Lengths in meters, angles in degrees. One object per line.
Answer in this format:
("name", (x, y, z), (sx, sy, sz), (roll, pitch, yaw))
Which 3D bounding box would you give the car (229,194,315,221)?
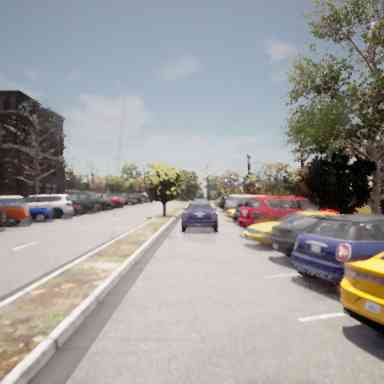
("car", (5.141, 1.250, 17.347), (5.566, 2.045, 2.435), (1, 0, -18))

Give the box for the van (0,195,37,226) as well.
("van", (-12.866, 1.259, 21.665), (4.442, 1.987, 1.878), (-1, 0, -18))

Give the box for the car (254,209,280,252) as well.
("car", (4.961, 1.497, 11.396), (4.892, 1.521, 2.231), (1, 0, -19))

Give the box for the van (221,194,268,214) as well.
("van", (5.522, 1.288, 35.146), (4.442, 1.987, 1.878), (1, 0, -18))

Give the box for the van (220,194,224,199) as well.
("van", (5.436, 1.286, 32.170), (4.442, 1.987, 1.878), (1, 0, -18))

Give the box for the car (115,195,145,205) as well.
("car", (-11.813, 1.501, 63.687), (5.366, 1.575, 1.946), (-1, 1, -18))

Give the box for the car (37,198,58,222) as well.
("car", (-12.885, 1.489, 24.631), (5.008, 1.535, 2.097), (-1, 0, -18))

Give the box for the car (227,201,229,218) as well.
("car", (5.309, 1.535, 23.296), (4.792, 1.488, 2.163), (1, 0, -18))

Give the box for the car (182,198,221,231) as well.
("car", (0.490, 1.371, 20.821), (2.097, 1.767, 4.553), (0, 0, 2))

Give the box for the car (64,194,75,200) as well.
("car", (-29.753, 1.217, 80.963), (2.231, 1.521, 4.892), (0, -1, -17))

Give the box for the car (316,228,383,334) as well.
("car", (4.859, 1.492, 5.463), (5.008, 1.535, 2.097), (1, 0, -19))

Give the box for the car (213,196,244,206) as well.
("car", (6.293, 1.535, 57.258), (4.892, 1.521, 2.231), (1, 0, -18))

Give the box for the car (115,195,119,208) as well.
("car", (-12.311, 1.536, 42.667), (4.792, 1.488, 2.163), (-1, 0, -18))

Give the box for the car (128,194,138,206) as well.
("car", (-11.950, 1.519, 54.686), (5.008, 1.535, 2.097), (-1, 0, -18))

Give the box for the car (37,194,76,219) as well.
("car", (-12.820, 1.241, 27.622), (5.566, 2.045, 2.435), (-1, 0, -18))

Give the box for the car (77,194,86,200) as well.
("car", (-26.798, 1.254, 80.838), (2.002, 1.452, 4.674), (1, -1, -18))

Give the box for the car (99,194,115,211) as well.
("car", (-12.408, 1.252, 39.665), (5.566, 2.045, 2.435), (-1, 0, -18))

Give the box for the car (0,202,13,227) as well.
("car", (-13.087, 1.513, 18.601), (4.792, 1.488, 2.163), (-1, 0, -18))

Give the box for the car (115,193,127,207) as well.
("car", (-12.223, 1.259, 45.676), (5.566, 2.045, 2.435), (-1, 0, -18))

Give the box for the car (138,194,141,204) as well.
("car", (-11.842, 1.559, 57.710), (4.674, 1.452, 2.002), (-1, 0, -18))

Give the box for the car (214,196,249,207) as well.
("car", (6.369, 1.531, 53.930), (5.366, 1.575, 1.946), (1, 0, -18))

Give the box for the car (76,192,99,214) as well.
("car", (-12.639, 1.247, 33.628), (5.566, 2.045, 2.435), (-1, 0, -18))

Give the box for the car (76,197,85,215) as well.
("car", (-12.705, 1.495, 30.639), (5.008, 1.535, 2.097), (-1, 0, -18))

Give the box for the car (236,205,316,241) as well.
("car", (4.861, 1.493, 14.300), (5.366, 1.575, 1.946), (1, 0, -18))

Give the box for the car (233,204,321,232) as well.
("car", (5.169, 1.532, 20.296), (4.792, 1.488, 2.163), (1, 0, -18))

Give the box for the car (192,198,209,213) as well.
("car", (1.009, 1.512, 38.885), (1.882, 1.535, 5.008), (0, 0, 2))

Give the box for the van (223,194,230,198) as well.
("van", (5.350, 1.283, 29.193), (4.442, 1.987, 1.878), (1, 0, -18))

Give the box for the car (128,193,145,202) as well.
("car", (-11.767, 1.263, 60.710), (5.566, 2.045, 2.435), (-1, 0, -18))

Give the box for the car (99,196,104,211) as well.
("car", (-12.493, 1.530, 36.658), (4.792, 1.488, 2.163), (-1, 0, -18))

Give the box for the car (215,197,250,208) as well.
("car", (6.064, 1.558, 50.462), (4.792, 1.488, 2.163), (1, 0, -18))

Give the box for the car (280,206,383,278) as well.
("car", (4.883, 1.368, 8.419), (4.553, 1.767, 2.185), (1, 0, -19))

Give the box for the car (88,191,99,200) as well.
("car", (-23.826, 0.961, 80.691), (2.435, 2.045, 5.566), (1, -1, -17))

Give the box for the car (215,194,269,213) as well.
("car", (5.748, 1.267, 38.172), (5.566, 2.045, 2.435), (1, 0, -18))

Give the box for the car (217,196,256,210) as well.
("car", (5.866, 1.397, 44.105), (4.553, 1.767, 2.185), (1, 0, -18))

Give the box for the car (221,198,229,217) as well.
("car", (5.192, 1.503, 26.198), (5.366, 1.575, 1.946), (1, 0, -18))
